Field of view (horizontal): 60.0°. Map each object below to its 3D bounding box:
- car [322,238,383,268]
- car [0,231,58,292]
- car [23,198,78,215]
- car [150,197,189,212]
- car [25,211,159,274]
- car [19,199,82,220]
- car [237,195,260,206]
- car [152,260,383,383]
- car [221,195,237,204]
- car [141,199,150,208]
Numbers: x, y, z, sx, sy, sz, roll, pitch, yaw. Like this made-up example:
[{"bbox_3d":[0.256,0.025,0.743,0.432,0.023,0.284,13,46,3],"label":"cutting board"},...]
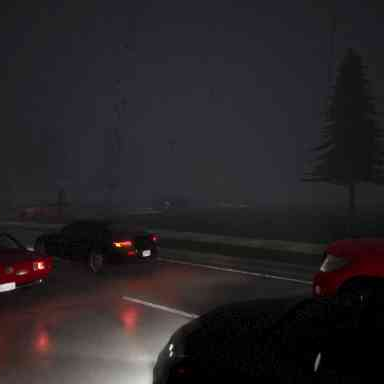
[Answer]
[{"bbox_3d":[4.755,1.221,4.873,5.566,2.045,2.150,0,0,36],"label":"car"},{"bbox_3d":[-5.450,1.601,7.916,4.718,1.301,1.895,0,0,36],"label":"car"},{"bbox_3d":[-14.649,1.478,34.795,1.882,1.535,5.008,0,0,37],"label":"car"},{"bbox_3d":[-2.317,1.352,39.663,2.097,1.767,4.553,0,0,37],"label":"car"},{"bbox_3d":[-3.115,1.526,10.545,4.674,1.442,1.812,0,0,36],"label":"car"},{"bbox_3d":[-11.467,1.477,27.243,1.882,1.535,5.008,0,0,36],"label":"car"},{"bbox_3d":[9.822,1.564,55.963,1.994,1.385,4.181,0,0,37],"label":"car"},{"bbox_3d":[1.662,1.564,2.795,4.181,1.385,1.994,0,0,36],"label":"car"},{"bbox_3d":[7.575,1.351,64.604,2.097,1.767,4.553,0,0,37],"label":"car"},{"bbox_3d":[-5.130,1.505,47.620,1.837,1.490,4.892,0,0,37],"label":"car"}]
